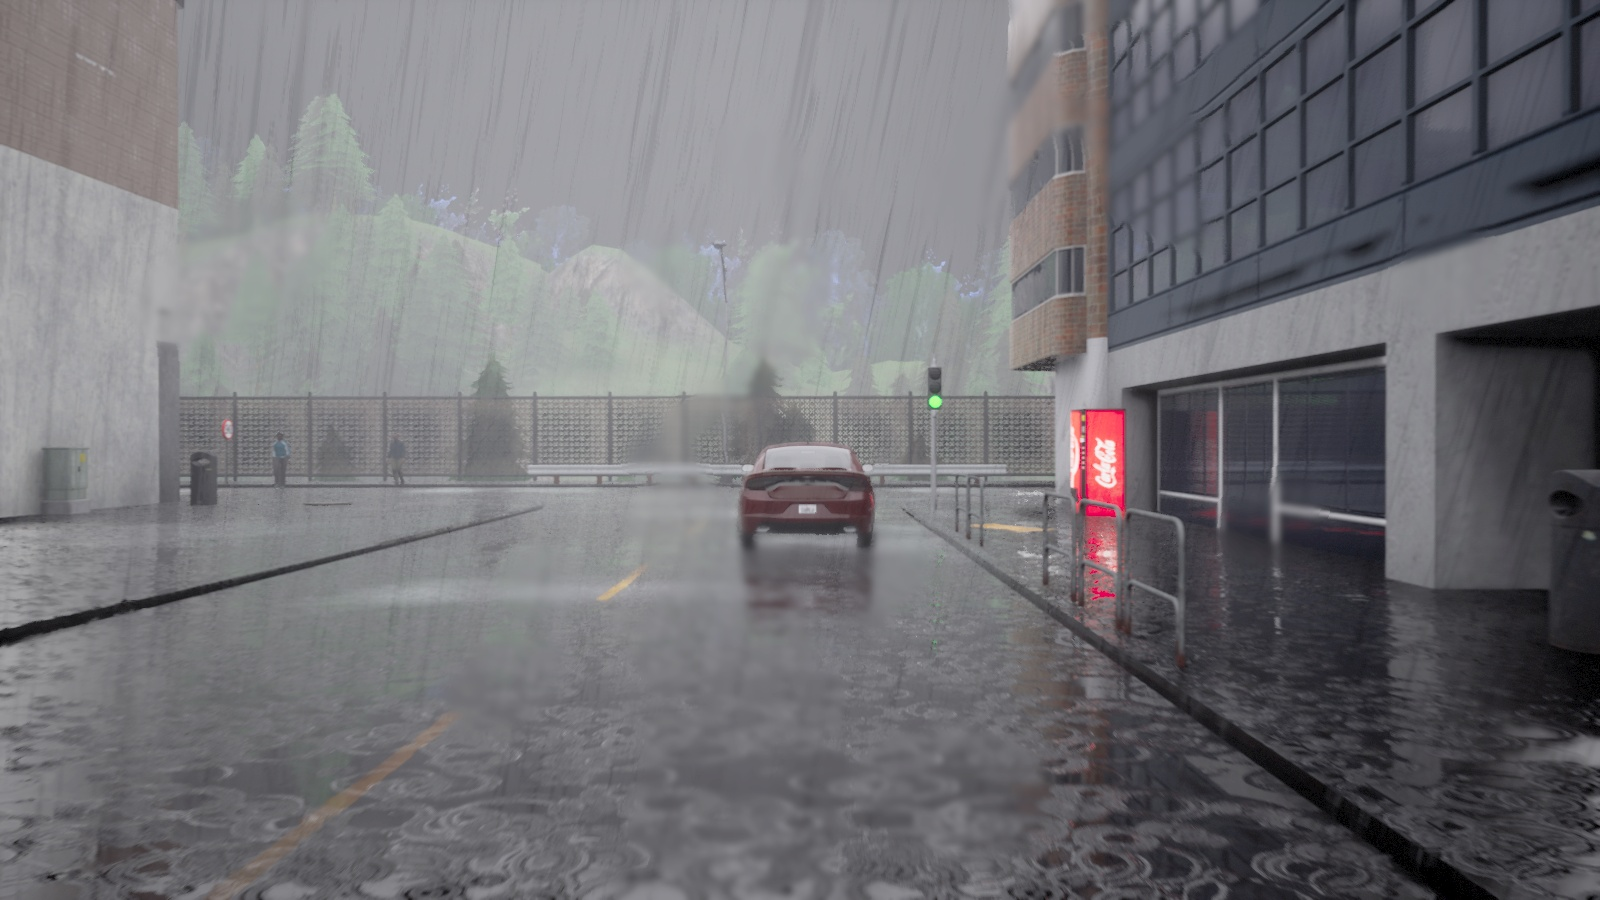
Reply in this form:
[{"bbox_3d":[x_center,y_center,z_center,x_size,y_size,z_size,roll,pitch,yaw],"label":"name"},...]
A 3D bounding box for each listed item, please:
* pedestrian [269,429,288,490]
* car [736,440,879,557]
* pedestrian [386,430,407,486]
[{"bbox_3d":[-16.738,0.307,40.300,0.396,1.930,0.692,0,0,-8],"label":"pedestrian"},{"bbox_3d":[0.120,0.617,18.978,1.882,1.535,5.008,0,0,0],"label":"car"},{"bbox_3d":[-13.353,0.256,41.539,0.402,1.842,0.726,0,0,6],"label":"pedestrian"}]
